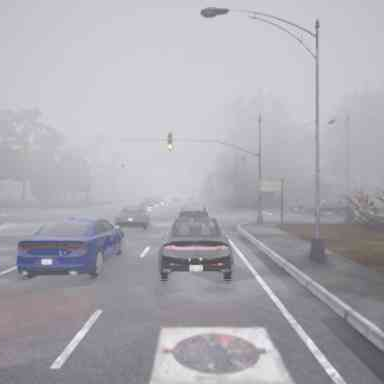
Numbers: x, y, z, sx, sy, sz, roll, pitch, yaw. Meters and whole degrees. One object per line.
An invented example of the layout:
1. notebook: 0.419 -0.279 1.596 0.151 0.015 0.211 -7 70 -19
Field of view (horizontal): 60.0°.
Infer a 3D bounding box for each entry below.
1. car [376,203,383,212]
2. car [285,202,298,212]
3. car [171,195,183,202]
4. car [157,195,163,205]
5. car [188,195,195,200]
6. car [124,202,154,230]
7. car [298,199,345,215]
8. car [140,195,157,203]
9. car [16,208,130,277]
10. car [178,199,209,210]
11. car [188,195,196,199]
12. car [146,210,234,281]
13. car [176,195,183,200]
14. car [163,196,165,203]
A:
1. car: 22.710 1.558 36.883 5.357 1.411 2.033 0 0 3
2. car: 12.974 1.507 37.439 4.902 1.511 2.128 0 0 4
3. car: -3.547 1.626 74.339 1.895 1.301 4.718 0 0 0
4. car: -7.069 1.530 61.786 1.837 1.490 4.892 0 0 0
5. car: -0.060 1.445 91.524 1.812 1.442 4.674 0 0 0
6. car: -3.723 1.573 21.304 1.994 1.385 4.181 0 0 -4
7. car: 13.682 1.540 33.878 4.674 1.442 1.812 0 0 3
8. car: -7.113 1.527 52.419 1.837 1.490 4.892 0 0 0
9. car: -3.404 1.482 10.275 1.882 1.535 5.008 0 0 0
10. car: 0.086 1.486 21.777 1.882 1.535 5.008 0 0 0
11. car: -0.053 1.552 81.488 2.128 1.511 4.902 0 0 0
12. car: 0.094 1.495 9.878 2.128 1.511 4.902 0 0 0
13. car: -3.561 1.563 93.515 1.812 1.442 4.674 0 0 0
14. car: -7.046 1.385 71.711 2.097 1.767 4.553 0 0 0
